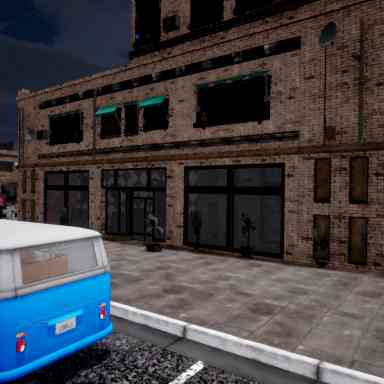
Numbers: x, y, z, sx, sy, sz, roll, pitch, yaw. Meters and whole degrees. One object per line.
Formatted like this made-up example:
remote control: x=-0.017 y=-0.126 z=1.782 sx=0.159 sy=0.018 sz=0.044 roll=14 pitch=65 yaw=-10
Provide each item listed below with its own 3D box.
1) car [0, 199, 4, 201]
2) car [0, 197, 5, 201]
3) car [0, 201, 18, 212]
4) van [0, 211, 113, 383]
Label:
car: x=-21.783 y=1.684 z=33.348 sx=1.994 sy=1.385 sz=4.181 roll=1 pitch=0 yaw=36
car: x=-22.873 y=1.411 z=36.230 sx=2.192 sy=1.841 sz=5.009 roll=0 pitch=0 yaw=36
car: x=-16.121 y=1.793 z=31.270 sx=1.947 sy=1.339 sz=4.313 roll=0 pitch=0 yaw=36
van: x=-2.995 y=1.340 z=4.998 sx=3.998 sy=1.788 sz=1.690 roll=0 pitch=1 yaw=36
